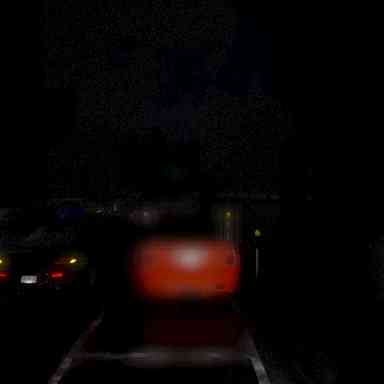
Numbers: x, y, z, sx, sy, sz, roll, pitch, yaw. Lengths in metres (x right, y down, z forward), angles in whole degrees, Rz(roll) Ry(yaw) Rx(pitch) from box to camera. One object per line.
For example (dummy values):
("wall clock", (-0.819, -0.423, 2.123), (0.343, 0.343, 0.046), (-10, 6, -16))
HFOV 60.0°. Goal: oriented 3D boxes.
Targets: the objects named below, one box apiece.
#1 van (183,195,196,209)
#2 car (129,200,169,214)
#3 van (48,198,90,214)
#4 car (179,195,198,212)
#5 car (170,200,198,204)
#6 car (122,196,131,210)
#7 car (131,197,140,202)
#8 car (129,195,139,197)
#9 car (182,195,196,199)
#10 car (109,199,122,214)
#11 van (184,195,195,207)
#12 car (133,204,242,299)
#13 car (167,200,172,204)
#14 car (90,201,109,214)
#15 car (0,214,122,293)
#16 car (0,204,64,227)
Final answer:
("van", (-0.384, 1.353, 45.324), (1.690, 1.788, 3.998), (0, 0, 0))
("car", (-3.074, 1.566, 24.672), (1.994, 1.385, 4.181), (0, 0, 0))
("van", (-8.909, 1.344, 23.573), (1.690, 1.788, 3.998), (0, 0, 0))
("car", (-0.384, 1.324, 39.886), (2.192, 1.841, 5.009), (0, 0, 0))
("car", (-0.384, 1.528, 23.743), (1.752, 1.417, 4.829), (0, 0, 0))
("car", (-8.909, 1.534, 39.716), (1.752, 1.417, 4.829), (0, 0, 0))
("car", (-6.207, 1.610, 41.281), (1.895, 1.301, 4.718), (0, 0, 0))
("car", (-8.910, 1.452, 45.324), (1.967, 1.590, 4.097), (0, 0, 0))
("car", (-0.384, 1.446, 34.448), (1.967, 1.590, 4.097), (0, 0, 0))
("car", (-8.909, 1.572, 34.448), (1.947, 1.339, 4.313), (0, 0, 0))
("van", (-0.384, 1.355, 50.761), (1.690, 1.788, 3.998), (0, 0, 0))
("car", (-0.032, 1.353, 8.620), (2.097, 1.767, 4.553), (0, 0, 0))
("car", (-3.076, 1.572, 39.469), (1.994, 1.385, 4.181), (0, 0, 0))
("car", (-8.909, 1.530, 28.841), (1.752, 1.417, 4.829), (0, 0, 0))
("car", (-3.147, 1.526, 8.733), (1.812, 1.442, 4.674), (0, 0, 0))
("car", (-8.909, 1.567, 18.136), (1.947, 1.339, 4.313), (0, 0, 0))
